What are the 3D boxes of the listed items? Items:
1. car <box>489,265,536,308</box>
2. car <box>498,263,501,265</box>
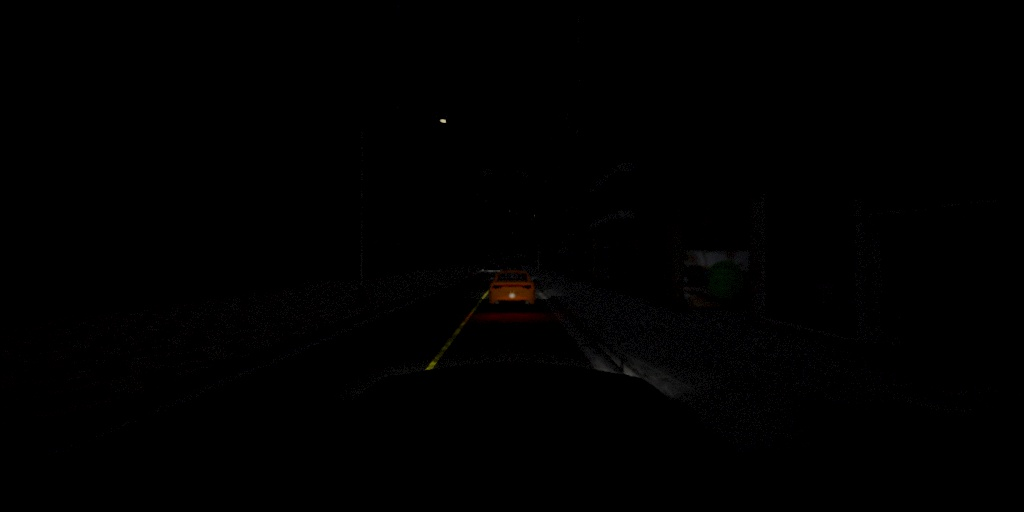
[{"bbox_3d":[0.025,1.371,16.089,1.882,1.535,5.008,0,0,0],"label":"car"},{"bbox_3d":[0.017,1.522,31.081,1.882,1.535,5.008,0,0,0],"label":"car"}]
